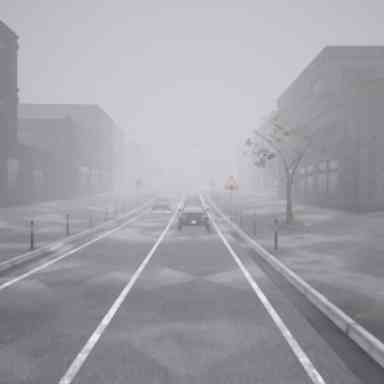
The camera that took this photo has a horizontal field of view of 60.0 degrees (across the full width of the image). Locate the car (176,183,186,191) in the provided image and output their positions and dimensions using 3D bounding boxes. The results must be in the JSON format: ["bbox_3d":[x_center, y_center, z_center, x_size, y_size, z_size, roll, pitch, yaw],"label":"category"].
[{"bbox_3d":[-2.478,-1.222,75.374,2.097,1.767,4.553,0,2,4],"label":"car"}]

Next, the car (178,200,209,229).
[{"bbox_3d":[0.101,1.462,20.845,1.812,1.442,4.674,0,1,0],"label":"car"}]

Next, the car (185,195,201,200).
[{"bbox_3d":[0.103,0.983,38.807,1.994,1.385,4.181,0,2,0],"label":"car"}]

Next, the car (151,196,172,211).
[{"bbox_3d":[-3.097,1.123,34.908,2.033,1.411,5.357,0,2,0],"label":"car"}]
